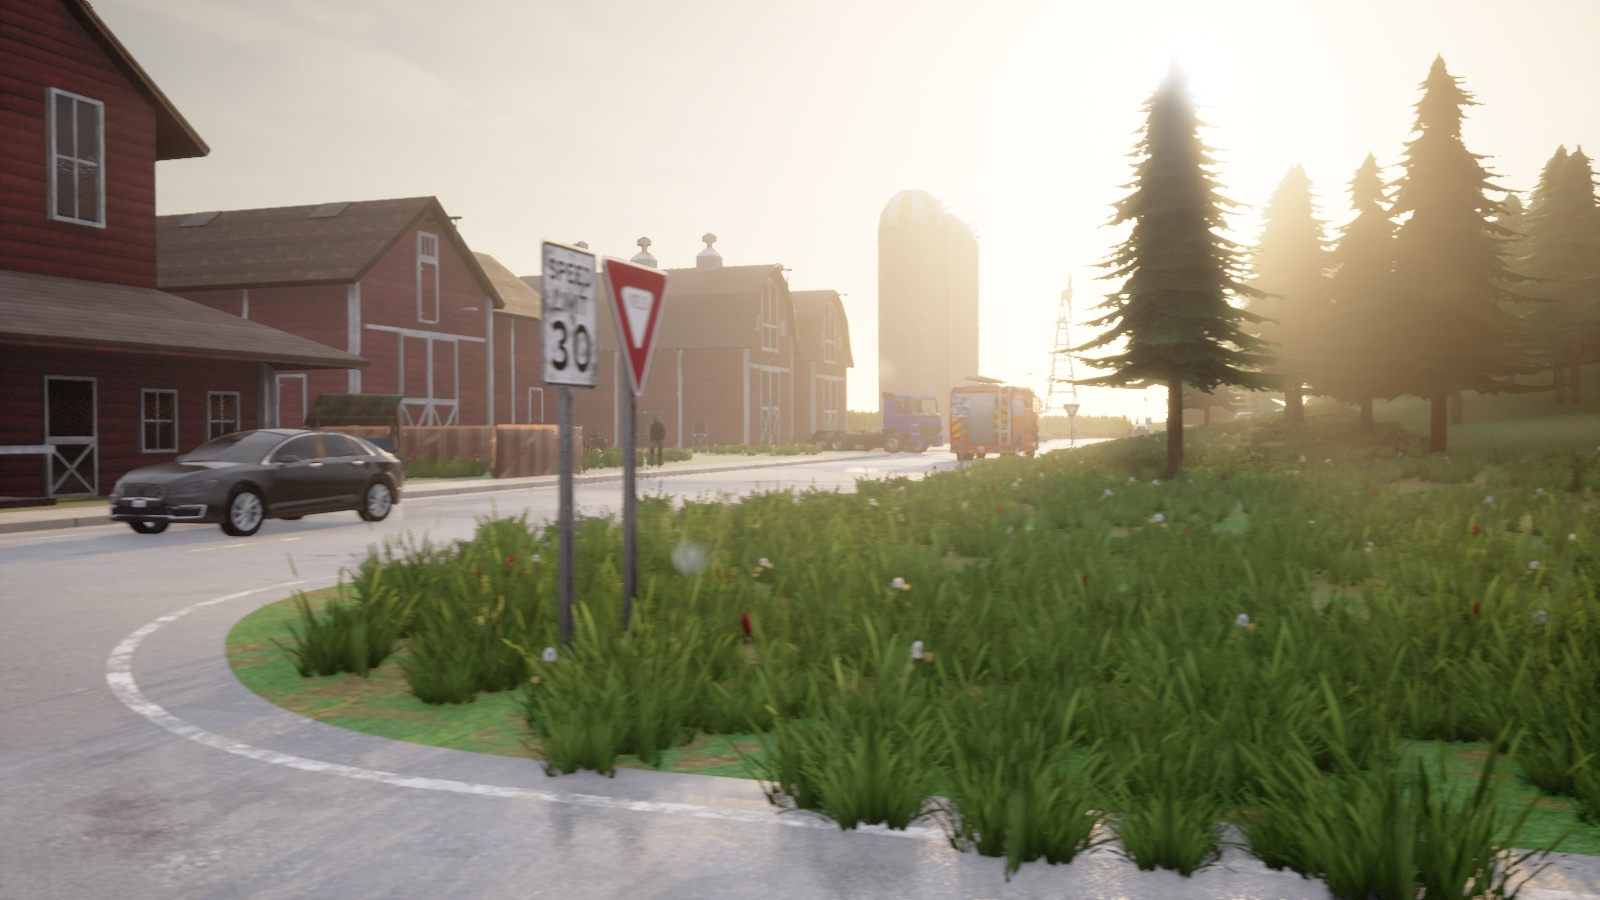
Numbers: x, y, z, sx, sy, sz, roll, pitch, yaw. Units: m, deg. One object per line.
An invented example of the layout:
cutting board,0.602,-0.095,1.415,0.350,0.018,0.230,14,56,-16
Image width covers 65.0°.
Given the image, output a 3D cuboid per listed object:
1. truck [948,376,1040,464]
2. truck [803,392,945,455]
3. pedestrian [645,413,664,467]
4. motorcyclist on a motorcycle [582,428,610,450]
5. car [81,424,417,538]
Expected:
truck,9.299,-1.380,59.352,2.891,3.827,8.468,0,1,19
truck,4.148,-1.498,71.781,7.936,3.462,2.891,1,1,40
pedestrian,-4.960,-0.340,42.894,0.402,1.842,0.726,0,1,15
motorcyclist on a motorcycle,-14.670,-0.790,90.415,2.044,1.523,0.797,1,1,38
car,-8.061,0.376,18.988,1.837,1.490,4.892,0,1,19
